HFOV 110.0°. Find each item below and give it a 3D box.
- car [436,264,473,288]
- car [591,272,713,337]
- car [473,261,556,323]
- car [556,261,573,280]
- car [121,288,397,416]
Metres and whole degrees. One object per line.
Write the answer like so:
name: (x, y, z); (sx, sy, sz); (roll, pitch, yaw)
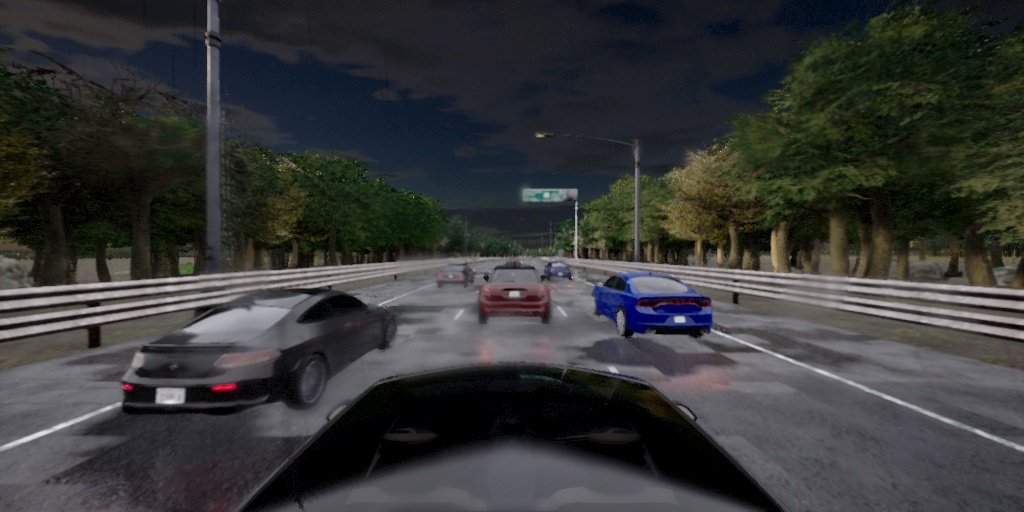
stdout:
car: (-3.434, 1.182, 22.645); (2.033, 1.411, 5.357); (0, 0, 0)
car: (3.575, 1.179, 10.102); (1.882, 1.535, 5.008); (0, 1, 0)
car: (0.083, 1.044, 11.954); (2.097, 1.767, 4.553); (0, 0, 0)
car: (3.589, 1.130, 28.560); (1.812, 1.442, 4.674); (0, 0, 0)
car: (-3.448, 1.251, 5.967); (1.812, 1.442, 4.674); (0, 0, 1)
